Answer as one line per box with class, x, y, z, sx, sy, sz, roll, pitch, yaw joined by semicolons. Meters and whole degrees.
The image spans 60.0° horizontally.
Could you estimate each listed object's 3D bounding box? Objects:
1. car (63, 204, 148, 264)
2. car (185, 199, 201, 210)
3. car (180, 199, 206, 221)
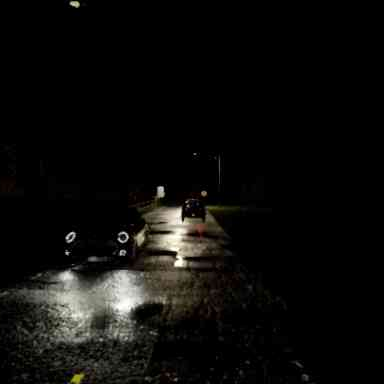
car;-2.846;1.347;11.830;2.097;1.767;4.553;0;0;0
car;0.108;1.550;42.387;1.895;1.301;4.718;0;0;0
car;0.105;1.469;26.651;2.128;1.511;4.902;0;0;0
